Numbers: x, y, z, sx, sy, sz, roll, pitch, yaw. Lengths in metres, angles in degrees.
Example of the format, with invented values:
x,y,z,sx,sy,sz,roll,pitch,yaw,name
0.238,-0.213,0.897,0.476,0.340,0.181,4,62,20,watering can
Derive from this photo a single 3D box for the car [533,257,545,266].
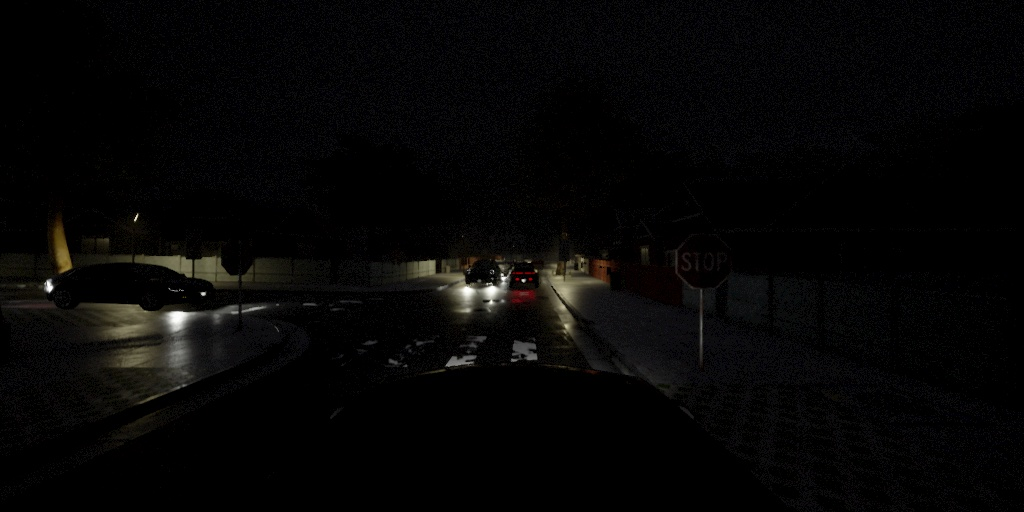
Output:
x,y,z,sx,sy,sz,roll,pitch,yaw,name
4.316,0.884,58.552,1.882,1.535,5.008,0,1,8,car

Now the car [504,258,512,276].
x,y,z,sx,sy,sz,roll,pitch,yaw,name
-1.340,1.145,34.641,1.812,1.442,4.674,0,0,5,car

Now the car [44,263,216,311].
x,y,z,sx,sy,sz,roll,pitch,yaw,name
-12.986,1.007,12.362,4.892,1.490,1.837,1,0,2,car

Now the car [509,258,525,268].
x,y,z,sx,sy,sz,roll,pitch,yaw,name
0.868,1.049,54.793,1.895,1.301,4.718,0,1,8,car

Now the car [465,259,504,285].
x,y,z,sx,sy,sz,roll,pitch,yaw,name
-1.996,1.038,25.699,2.097,1.767,4.553,0,0,4,car

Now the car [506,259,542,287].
x,y,z,sx,sy,sz,roll,pitch,yaw,name
0.849,1.200,24.047,1.837,1.490,4.892,0,0,3,car
